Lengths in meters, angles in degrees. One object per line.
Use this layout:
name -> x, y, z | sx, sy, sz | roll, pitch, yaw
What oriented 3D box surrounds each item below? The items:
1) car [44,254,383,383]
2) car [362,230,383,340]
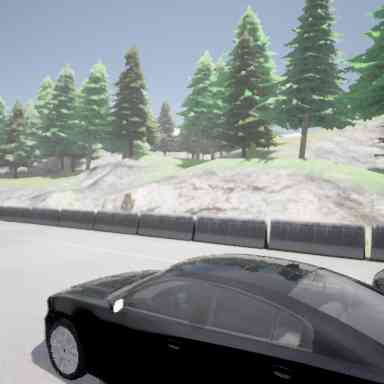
car -> 0.326, 1.473, 3.759 | 5.008, 1.535, 1.882 | 0, 0, 35
car -> 5.205, 1.508, 4.578 | 4.892, 1.490, 1.837 | 0, 0, 35
